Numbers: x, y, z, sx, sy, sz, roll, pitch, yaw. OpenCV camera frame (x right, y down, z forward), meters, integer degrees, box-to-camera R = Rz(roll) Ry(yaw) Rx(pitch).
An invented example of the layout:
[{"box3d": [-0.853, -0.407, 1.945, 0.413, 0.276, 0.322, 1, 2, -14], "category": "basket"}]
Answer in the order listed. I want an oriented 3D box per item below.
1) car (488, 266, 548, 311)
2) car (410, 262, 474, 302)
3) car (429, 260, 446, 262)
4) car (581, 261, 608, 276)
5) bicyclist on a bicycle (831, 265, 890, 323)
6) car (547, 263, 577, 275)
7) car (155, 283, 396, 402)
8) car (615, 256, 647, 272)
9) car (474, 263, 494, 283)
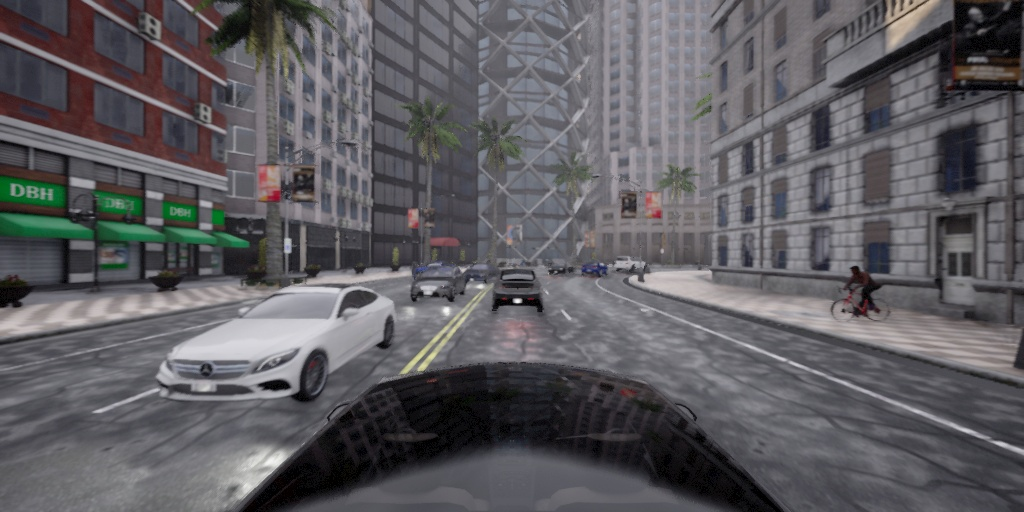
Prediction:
[{"box3d": [0.216, 1.254, 14.430, 1.837, 1.490, 4.892, 0, 0, 1], "category": "car"}, {"box3d": [-3.325, 1.226, 16.972, 2.128, 1.511, 4.902, 0, 0, 2], "category": "car"}, {"box3d": [-5.938, 1.118, 28.133, 1.882, 1.535, 5.008, 0, 0, 11], "category": "car"}, {"box3d": [8.704, 1.262, 37.508, 1.882, 1.535, 5.008, 0, 0, 27], "category": "car"}, {"box3d": [9.870, 1.093, 10.161, 1.656, 1.620, 0.582, 0, 0, 1], "category": "bicyclist on a bicycle"}, {"box3d": [5.555, 1.371, 39.055, 1.895, 1.301, 4.718, 0, 0, 27], "category": "car"}, {"box3d": [-3.565, 1.260, 6.523, 1.812, 1.442, 4.674, 0, 0, 1], "category": "car"}, {"box3d": [15.716, 1.038, 47.041, 5.566, 2.045, 2.150, 0, 0, -42], "category": "car"}, {"box3d": [-2.306, 1.284, 27.904, 2.033, 1.411, 5.357, 0, 0, 12], "category": "car"}]
